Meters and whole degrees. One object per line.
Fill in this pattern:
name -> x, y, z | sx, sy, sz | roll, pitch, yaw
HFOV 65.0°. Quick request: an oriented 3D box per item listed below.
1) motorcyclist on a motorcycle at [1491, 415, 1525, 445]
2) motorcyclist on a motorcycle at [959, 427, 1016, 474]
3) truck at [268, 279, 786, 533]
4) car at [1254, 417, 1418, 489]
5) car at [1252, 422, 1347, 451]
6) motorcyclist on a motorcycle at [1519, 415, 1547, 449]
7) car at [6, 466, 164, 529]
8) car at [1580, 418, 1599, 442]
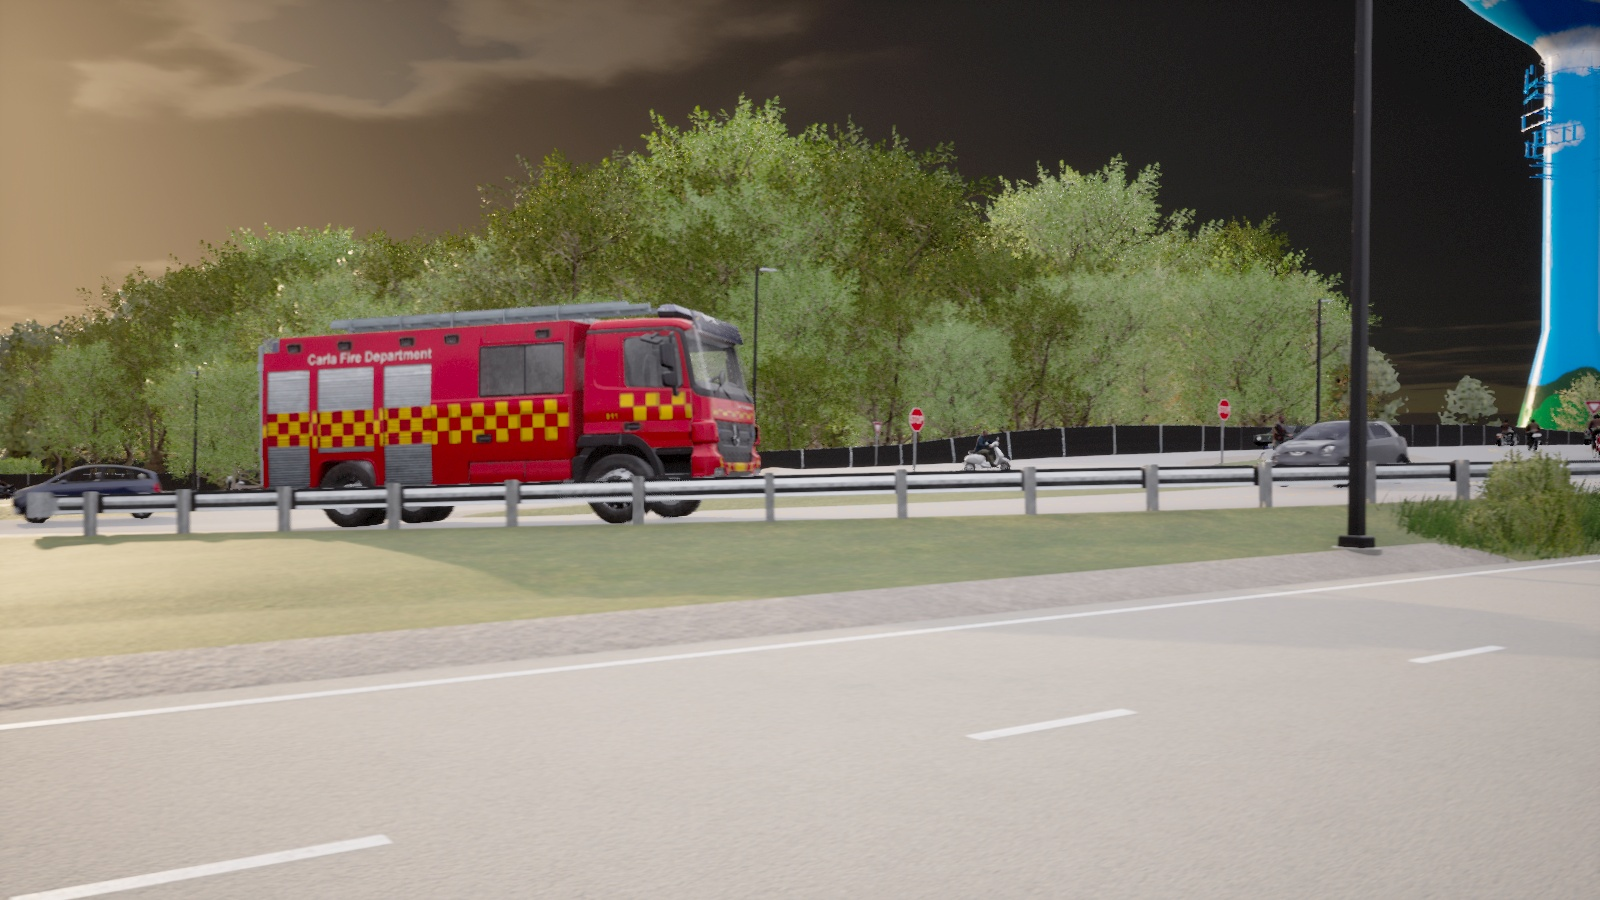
motorcyclist on a motorcycle -> 40.661, -1.148, 72.096 | 2.350, 1.649, 0.766 | -1, 0, -37
motorcyclist on a motorcycle -> 6.836, 0.021, 45.721 | 1.817, 1.590, 0.866 | -2, 4, 23
truck -> -4.765, -0.606, 22.169 | 8.468, 3.827, 2.891 | -2, -1, 15
car -> 12.290, 0.047, 28.730 | 3.633, 1.501, 1.845 | -2, 1, -37
car -> 24.560, -0.679, 61.722 | 4.718, 1.301, 1.895 | -2, 1, -32
motorcyclist on a motorcycle -> 33.417, -0.815, 57.262 | 0.797, 1.523, 2.044 | 0, 1, 21
car -> -19.874, 1.286, 35.060 | 3.705, 1.549, 1.789 | -2, 1, -28
car -> 51.764, -1.298, 80.103 | 3.806, 1.475, 1.970 | -1, 0, -34
